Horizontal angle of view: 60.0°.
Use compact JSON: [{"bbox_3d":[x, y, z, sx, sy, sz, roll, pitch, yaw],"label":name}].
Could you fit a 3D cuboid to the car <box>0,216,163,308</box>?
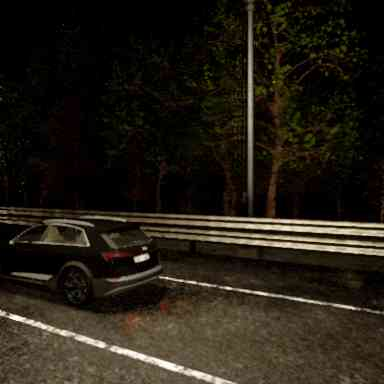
[{"bbox_3d":[-2.953,1.397,7.844,4.856,1.649,2.033,0,0,30],"label":"car"}]
